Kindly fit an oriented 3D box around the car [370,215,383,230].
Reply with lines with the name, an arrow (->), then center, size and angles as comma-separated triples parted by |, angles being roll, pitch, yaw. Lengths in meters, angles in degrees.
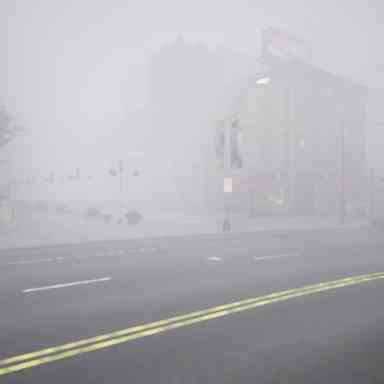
car -> 13.982, 1.779, 21.725 | 4.674, 1.452, 2.002 | 1, 0, -16
